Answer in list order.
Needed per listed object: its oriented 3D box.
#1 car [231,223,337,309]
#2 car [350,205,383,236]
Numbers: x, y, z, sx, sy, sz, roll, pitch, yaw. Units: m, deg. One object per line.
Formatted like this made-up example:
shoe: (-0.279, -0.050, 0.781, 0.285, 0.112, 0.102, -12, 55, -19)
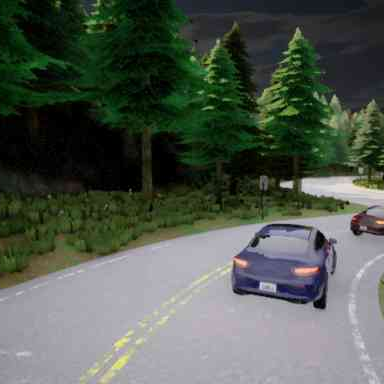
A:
car: (2.345, 1.484, 7.938, 1.812, 1.442, 4.674, 2, 2, 26)
car: (9.242, 1.331, 15.491, 4.674, 1.442, 1.812, -1, 5, -34)
